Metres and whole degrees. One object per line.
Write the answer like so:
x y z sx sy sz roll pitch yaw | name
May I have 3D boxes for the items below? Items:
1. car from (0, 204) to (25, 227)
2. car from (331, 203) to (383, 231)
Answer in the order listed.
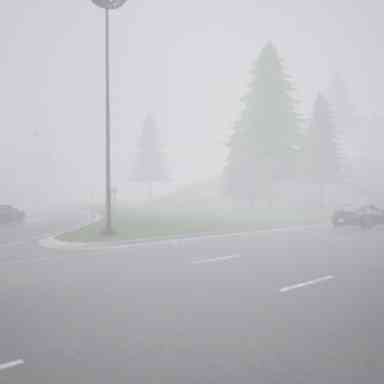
-12.928 1.509 22.231 1.812 1.442 4.674 0 0 -3 | car
10.018 1.377 19.504 4.674 1.442 1.812 -1 0 -36 | car
